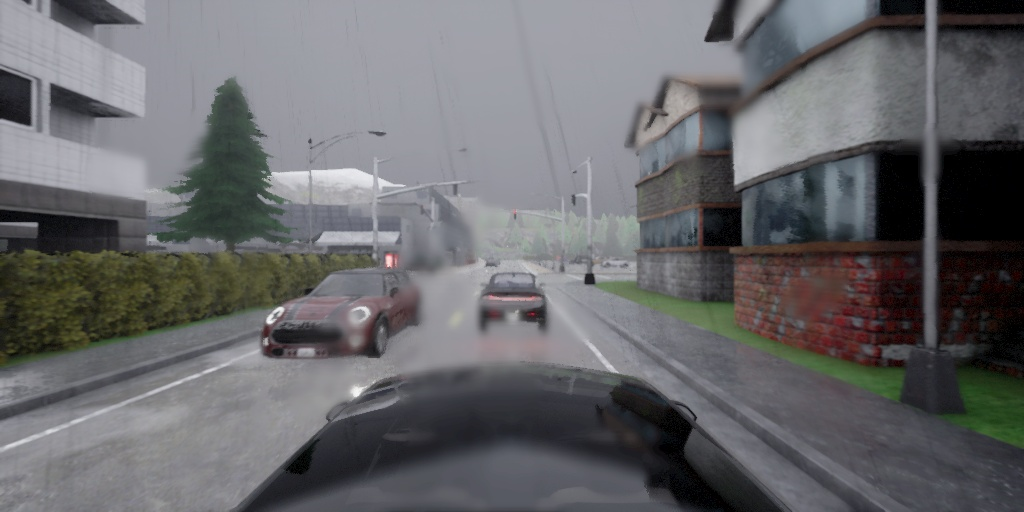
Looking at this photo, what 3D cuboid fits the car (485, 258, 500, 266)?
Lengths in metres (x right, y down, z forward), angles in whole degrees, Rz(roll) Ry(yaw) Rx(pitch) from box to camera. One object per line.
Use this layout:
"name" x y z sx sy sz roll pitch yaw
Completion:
"car" -3.555 1.292 61.490 1.895 1.301 4.718 0 0 1

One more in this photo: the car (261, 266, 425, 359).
"car" -3.584 1.096 8.505 2.097 1.767 4.553 0 0 0

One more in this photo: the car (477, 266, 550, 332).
"car" 0.053 1.232 10.859 2.128 1.511 4.902 0 0 0
